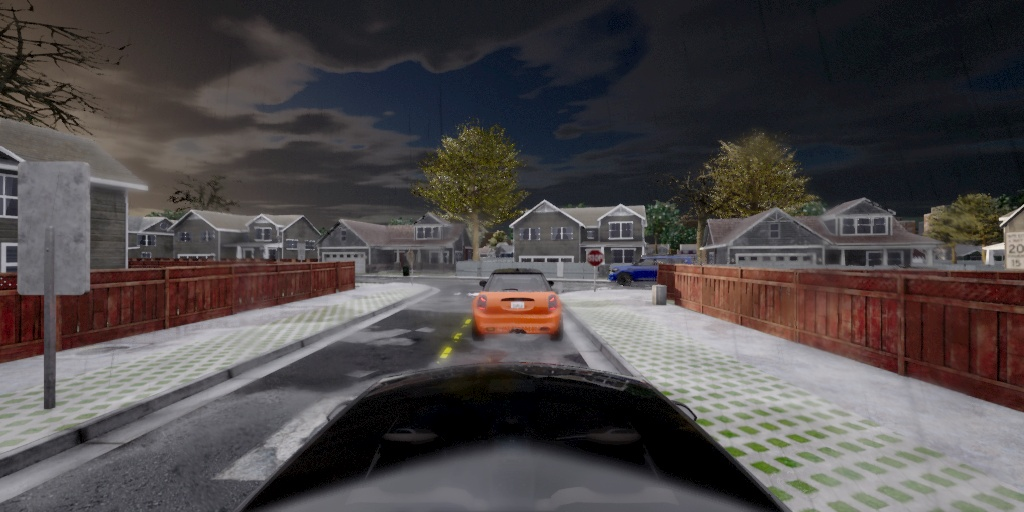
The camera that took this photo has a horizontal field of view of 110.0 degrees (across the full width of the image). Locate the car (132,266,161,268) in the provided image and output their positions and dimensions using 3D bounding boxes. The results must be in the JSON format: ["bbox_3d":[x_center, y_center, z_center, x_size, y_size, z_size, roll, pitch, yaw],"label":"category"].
[{"bbox_3d":[-34.981,1.159,34.704,4.181,1.385,1.994,0,0,9],"label":"car"}]

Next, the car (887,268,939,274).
[{"bbox_3d":[21.853,1.385,19.960,4.892,1.490,1.837,0,0,19],"label":"car"}]

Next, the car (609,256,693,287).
[{"bbox_3d":[9.430,1.037,24.150,5.566,2.045,2.150,0,0,18],"label":"car"}]

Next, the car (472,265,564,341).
[{"bbox_3d":[0.132,1.103,10.016,2.097,1.767,4.553,0,0,0],"label":"car"}]
